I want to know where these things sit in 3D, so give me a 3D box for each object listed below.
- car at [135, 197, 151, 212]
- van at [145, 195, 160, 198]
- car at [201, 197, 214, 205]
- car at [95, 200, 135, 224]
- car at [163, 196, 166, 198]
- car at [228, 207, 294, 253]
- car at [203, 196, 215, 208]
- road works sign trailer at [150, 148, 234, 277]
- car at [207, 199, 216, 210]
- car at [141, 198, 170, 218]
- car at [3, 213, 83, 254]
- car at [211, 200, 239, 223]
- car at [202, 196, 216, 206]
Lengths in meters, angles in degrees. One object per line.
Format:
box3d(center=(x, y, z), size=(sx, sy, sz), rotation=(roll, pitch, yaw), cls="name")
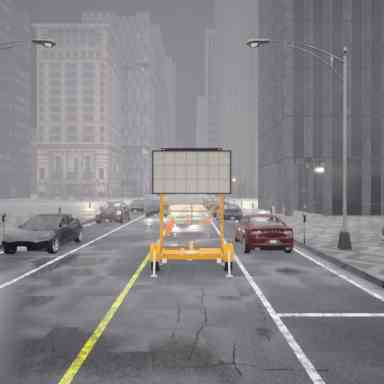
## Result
box3d(center=(-5.793, 1.551, 36.027), size=(1.947, 1.339, 4.313), rotation=(0, 0, 0), cls="car")
box3d(center=(-5.803, 1.317, 47.309), size=(1.690, 1.788, 3.998), rotation=(0, 0, 0), cls="van")
box3d(center=(2.714, 1.514, 58.599), size=(2.008, 1.369, 4.403), rotation=(0, 0, 0), cls="car")
box3d(center=(-5.785, 1.433, 24.744), size=(1.967, 1.590, 4.097), rotation=(0, 0, 0), cls="car")
box3d(center=(-5.816, 1.507, 64.232), size=(2.008, 1.369, 4.403), rotation=(0, 0, 0), cls="car")
box3d(center=(2.750, 1.542, 13.473), size=(1.887, 1.381, 4.507), rotation=(0, 0, 0), cls="car")
box3d(center=(2.727, 1.506, 41.846), size=(1.752, 1.417, 4.829), rotation=(0, 0, 0), cls="car")
box3d(center=(-0.007, 0.462, 10.205), size=(2.380, 3.560, 2.880), rotation=(0, 0, 0), cls="road works sign trailer")
box3d(center=(2.736, 1.556, 30.394), size=(1.947, 1.339, 4.313), rotation=(0, 0, 0), cls="car")
box3d(center=(-3.023, 1.537, 30.189), size=(2.033, 1.411, 5.357), rotation=(0, 0, 0), cls="car")
box3d(center=(-5.775, 1.563, 13.463), size=(1.947, 1.339, 4.313), rotation=(0, 0, 0), cls="car")
box3d(center=(2.741, 1.544, 24.754), size=(2.008, 1.369, 4.403), rotation=(0, 0, 0), cls="car")
box3d(center=(2.718, 1.410, 52.958), size=(1.967, 1.590, 4.097), rotation=(0, 0, 0), cls="car")
